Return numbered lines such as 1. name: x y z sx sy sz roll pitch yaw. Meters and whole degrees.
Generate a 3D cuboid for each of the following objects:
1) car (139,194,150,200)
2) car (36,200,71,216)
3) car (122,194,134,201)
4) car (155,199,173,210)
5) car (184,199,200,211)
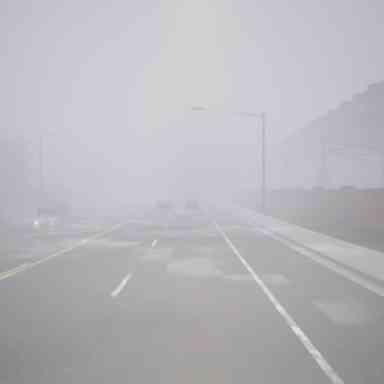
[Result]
1. car: -10.507 1.155 73.571 1.994 1.385 4.181 0 1 0
2. car: -14.028 1.560 33.919 1.882 1.535 5.008 0 0 0
3. car: -14.007 1.156 73.197 2.033 1.411 5.357 0 1 0
4. car: -3.499 1.594 42.178 1.895 1.301 4.718 0 1 0
5. car: -0.002 1.544 41.836 2.033 1.411 5.357 0 1 0
